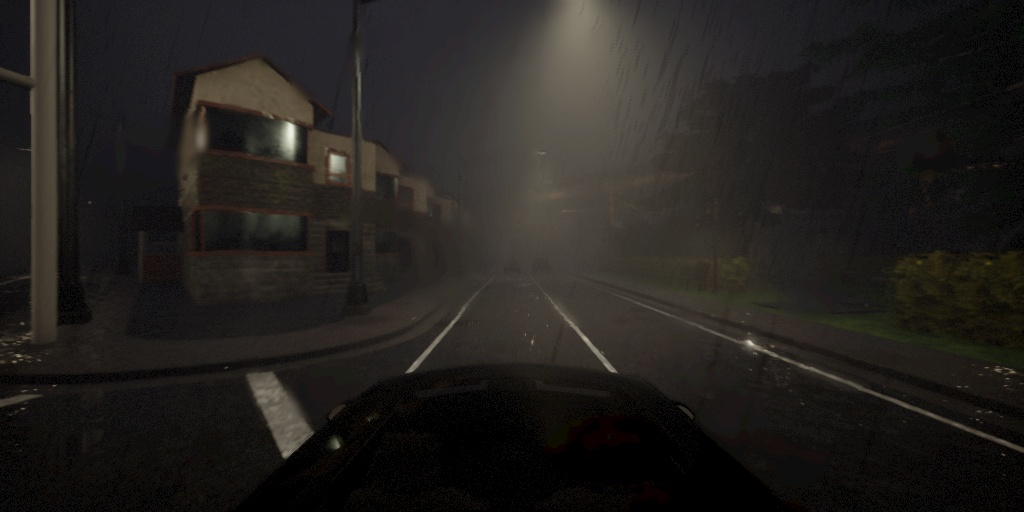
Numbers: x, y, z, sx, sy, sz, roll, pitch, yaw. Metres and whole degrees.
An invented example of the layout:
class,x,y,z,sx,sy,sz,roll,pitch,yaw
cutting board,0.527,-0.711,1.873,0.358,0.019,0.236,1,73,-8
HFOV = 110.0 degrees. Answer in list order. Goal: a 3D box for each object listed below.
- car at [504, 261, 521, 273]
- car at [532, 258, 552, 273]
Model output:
class,x,y,z,sx,sy,sz,roll,pitch,yaw
car,0.068,1.227,41.715,2.033,1.411,5.357,0,0,1
car,3.571,1.027,43.083,2.097,1.767,4.553,0,0,1
